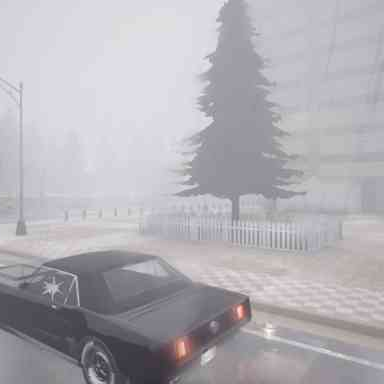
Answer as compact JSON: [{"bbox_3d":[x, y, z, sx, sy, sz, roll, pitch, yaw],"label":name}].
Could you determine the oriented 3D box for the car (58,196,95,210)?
[{"bbox_3d":[-14.600,1.352,42.104,2.097,1.767,4.553,0,0,36],"label":"car"}]

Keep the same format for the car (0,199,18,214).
[{"bbox_3d":[-20.495,1.478,33.927,1.882,1.535,5.008,0,0,36],"label":"car"}]

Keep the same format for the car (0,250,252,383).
[{"bbox_3d":[-1.606,1.601,5.153,4.718,1.301,1.895,0,0,36],"label":"car"}]

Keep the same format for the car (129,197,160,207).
[{"bbox_3d":[-7.359,1.548,52.135,2.033,1.411,5.357,0,0,36],"label":"car"}]
